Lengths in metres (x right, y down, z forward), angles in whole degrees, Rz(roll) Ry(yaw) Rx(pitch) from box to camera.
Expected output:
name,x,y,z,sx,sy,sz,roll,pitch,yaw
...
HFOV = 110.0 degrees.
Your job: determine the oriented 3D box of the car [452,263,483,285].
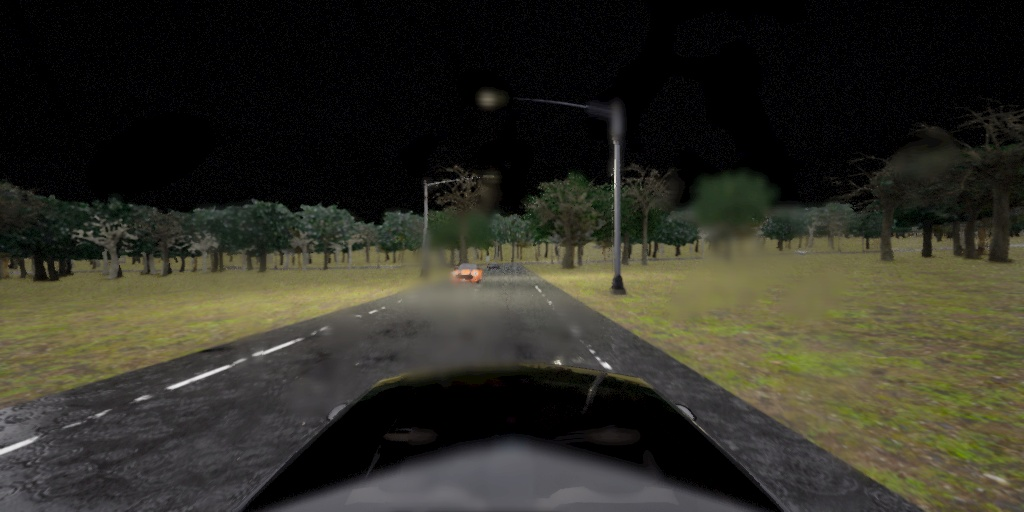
name,x,y,z,sx,sy,sz,roll,pitch,yaw
car,-3.586,1.373,29.637,2.097,1.767,4.553,0,-1,0
